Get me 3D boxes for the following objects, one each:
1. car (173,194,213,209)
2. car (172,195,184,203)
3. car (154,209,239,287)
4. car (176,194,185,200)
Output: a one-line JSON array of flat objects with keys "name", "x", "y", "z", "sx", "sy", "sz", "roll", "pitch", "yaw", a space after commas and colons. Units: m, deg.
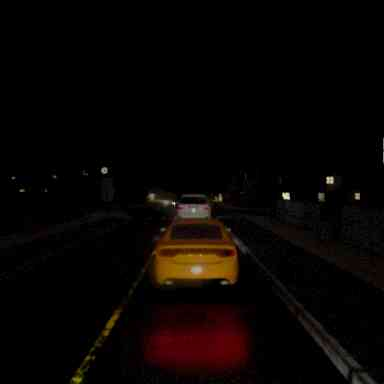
[{"name": "car", "x": 0.210, "y": 1.139, "z": 22.352, "sx": 2.150, "sy": 2.045, "sz": 5.566, "roll": 0, "pitch": 0, "yaw": 3}, {"name": "car", "x": -2.696, "y": 1.315, "z": 64.161, "sx": 2.033, "sy": 1.411, "sz": 5.357, "roll": 0, "pitch": 0, "yaw": 1}, {"name": "car", "x": 0.108, "y": 1.442, "z": 9.224, "sx": 1.882, "sy": 1.535, "sz": 5.008, "roll": 0, "pitch": 0, "yaw": 0}, {"name": "car", "x": -2.656, "y": 1.137, "z": 80.070, "sx": 2.033, "sy": 1.411, "sz": 5.357, "roll": 0, "pitch": 0, "yaw": 0}]
